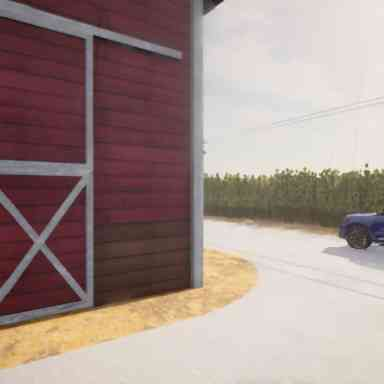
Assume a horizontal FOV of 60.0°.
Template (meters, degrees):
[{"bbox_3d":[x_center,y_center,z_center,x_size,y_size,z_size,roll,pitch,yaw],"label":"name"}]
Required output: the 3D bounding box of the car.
[{"bbox_3d":[8.147,1.203,11.790,2.150,2.045,5.566,0,0,-34],"label":"car"}]
